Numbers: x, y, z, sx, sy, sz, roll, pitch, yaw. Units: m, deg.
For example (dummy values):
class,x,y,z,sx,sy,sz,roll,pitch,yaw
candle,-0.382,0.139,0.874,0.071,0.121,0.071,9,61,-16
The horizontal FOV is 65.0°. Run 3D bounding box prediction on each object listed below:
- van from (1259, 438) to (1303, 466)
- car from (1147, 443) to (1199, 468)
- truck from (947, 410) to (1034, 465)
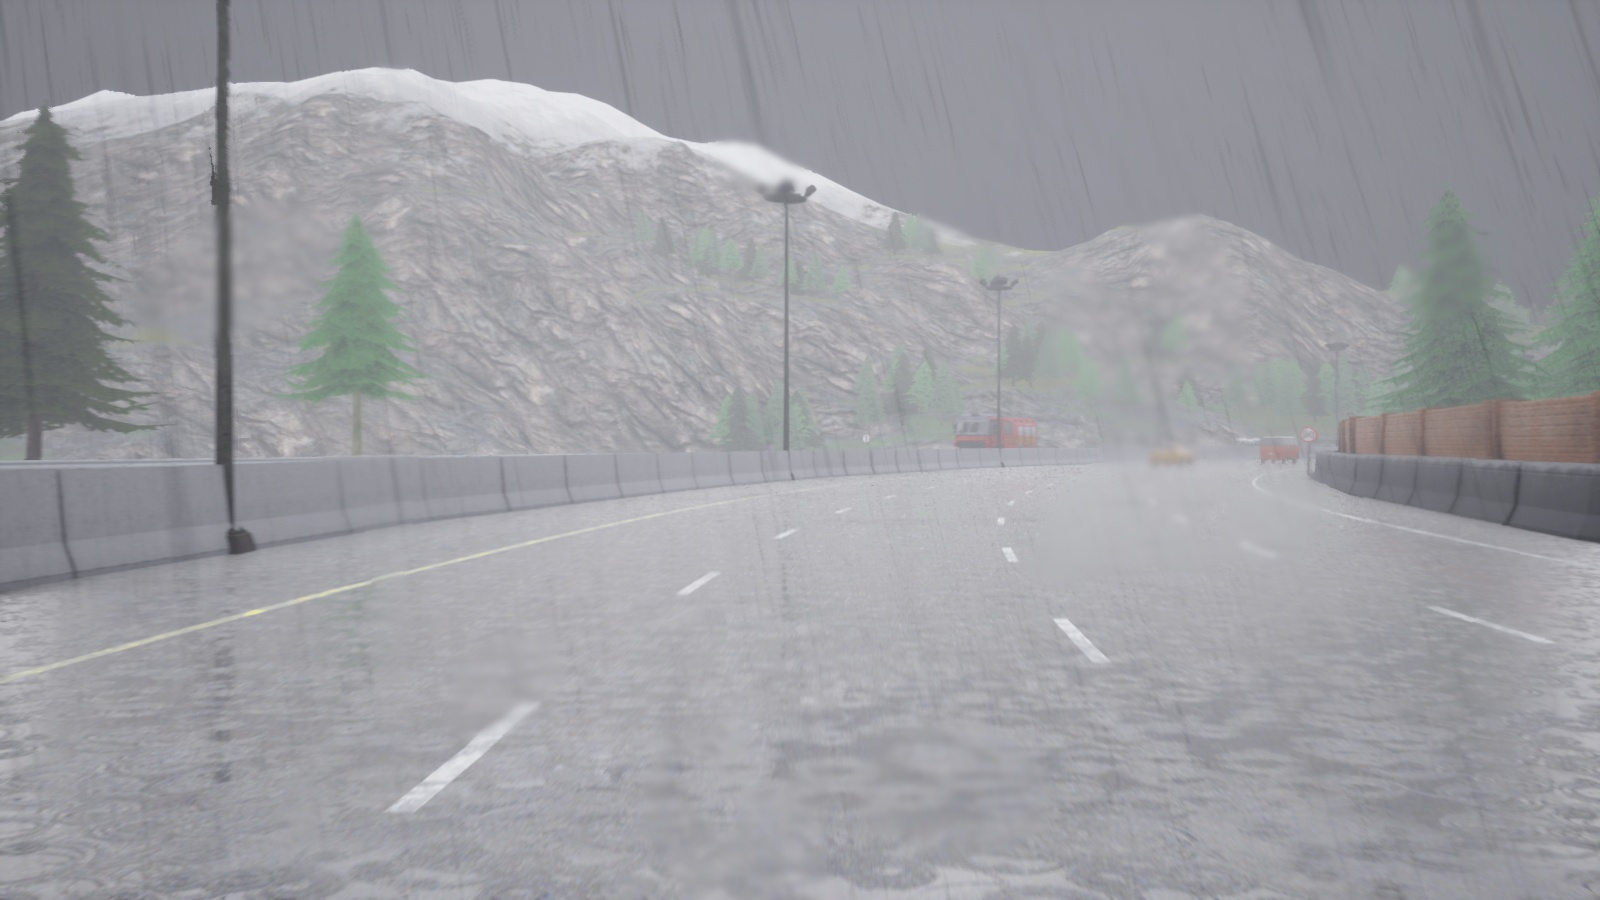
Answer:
class,x,y,z,sx,sy,sz,roll,pitch,yaw
van,34.356,0.117,89.597,1.775,1.987,4.442,0,0,37
car,24.169,0.315,81.252,1.801,1.575,5.366,1,0,33
truck,13.969,-0.880,91.253,2.891,3.827,8.468,0,0,34
